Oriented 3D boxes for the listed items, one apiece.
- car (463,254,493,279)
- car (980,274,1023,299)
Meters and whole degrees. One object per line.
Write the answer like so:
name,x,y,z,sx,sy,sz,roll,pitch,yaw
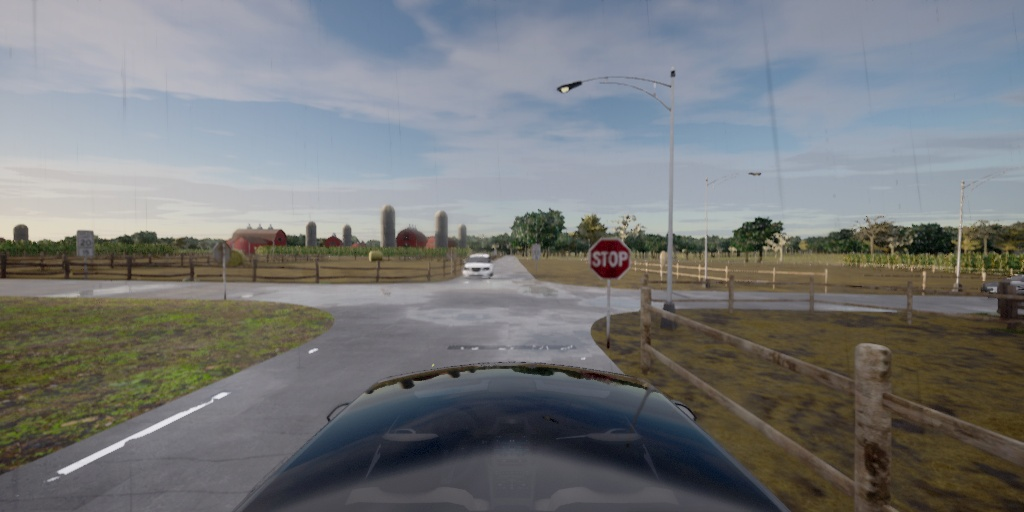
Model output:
car,-2.743,0.911,30.182,2.150,2.045,5.566,0,2,0
car,28.863,1.761,19.659,4.902,1.511,2.128,1,1,0
